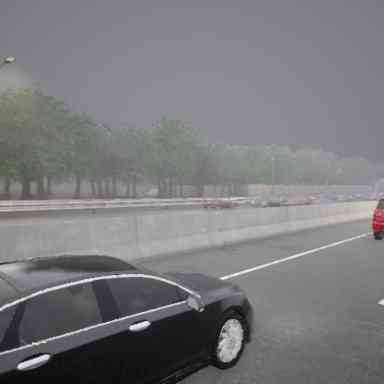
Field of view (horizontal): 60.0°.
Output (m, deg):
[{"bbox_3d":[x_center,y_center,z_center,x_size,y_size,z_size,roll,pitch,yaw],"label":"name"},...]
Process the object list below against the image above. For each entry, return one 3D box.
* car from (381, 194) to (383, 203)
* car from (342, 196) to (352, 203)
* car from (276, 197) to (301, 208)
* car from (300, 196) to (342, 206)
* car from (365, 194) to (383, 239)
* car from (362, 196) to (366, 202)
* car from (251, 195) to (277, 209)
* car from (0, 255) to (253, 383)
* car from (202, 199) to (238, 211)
[{"bbox_3d":[40.771,1.284,68.678,2.097,1.767,4.553,0,0,44],"label":"car"},{"bbox_3d":[31.956,1.495,69.598,2.128,1.511,4.902,0,0,44],"label":"car"},{"bbox_3d":[12.229,1.447,38.812,1.882,1.535,5.008,0,0,43],"label":"car"},{"bbox_3d":[13.808,1.462,35.384,1.882,1.535,5.008,0,0,43],"label":"car"},{"bbox_3d":[10.652,1.237,16.405,2.150,2.045,5.566,0,0,43],"label":"car"},{"bbox_3d":[37.671,1.313,70.502,2.097,1.767,4.553,0,0,44],"label":"car"},{"bbox_3d":[9.098,1.305,40.589,2.097,1.767,4.553,0,0,43],"label":"car"},{"bbox_3d":[-1.172,1.489,3.740,1.837,1.490,4.892,0,0,43],"label":"car"},{"bbox_3d":[3.410,1.533,39.663,1.895,1.301,4.718,0,0,43],"label":"car"}]
